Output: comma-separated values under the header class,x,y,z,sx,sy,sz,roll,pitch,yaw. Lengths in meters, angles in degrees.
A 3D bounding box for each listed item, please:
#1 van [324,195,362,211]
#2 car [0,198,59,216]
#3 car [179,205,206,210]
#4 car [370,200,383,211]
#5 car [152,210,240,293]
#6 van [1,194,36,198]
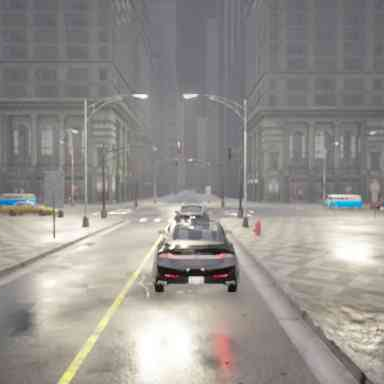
class,x,y,z,sx,sy,sz,roll,pitch,yaw
van,17.701,1.239,38.906,3.998,1.788,1.690,0,1,0
car,-14.672,1.480,30.198,4.829,1.417,1.752,0,1,0
car,0.051,1.455,18.247,1.837,1.490,4.892,0,0,3
car,23.225,1.463,38.937,4.507,1.381,1.887,0,1,0
car,0.086,1.465,8.772,2.128,1.511,4.902,0,0,0
van,-20.283,1.115,38.696,3.998,1.788,1.690,0,1,0
